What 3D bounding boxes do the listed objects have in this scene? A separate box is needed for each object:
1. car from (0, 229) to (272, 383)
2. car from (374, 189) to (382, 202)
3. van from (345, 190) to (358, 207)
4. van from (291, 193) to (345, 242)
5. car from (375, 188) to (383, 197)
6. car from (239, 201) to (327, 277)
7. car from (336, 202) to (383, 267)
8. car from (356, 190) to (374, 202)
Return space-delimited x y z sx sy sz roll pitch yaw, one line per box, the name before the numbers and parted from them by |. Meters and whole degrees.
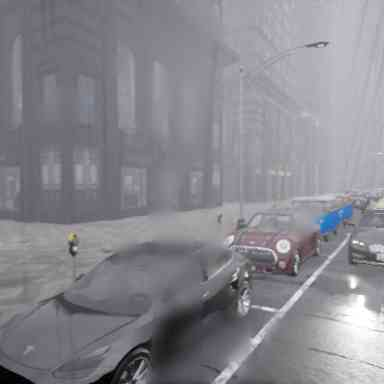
car | -0.516 1.479 4.858 1.947 1.339 4.313 0 1 31
car | 25.977 0.652 48.112 1.887 1.381 4.507 0 1 31
van | 8.314 0.981 19.273 1.690 1.788 3.998 0 1 31
van | 5.370 1.071 14.467 1.690 1.788 3.998 0 1 31
car | 31.865 0.502 57.724 1.947 1.339 4.313 0 1 31
car | 2.427 1.261 9.663 1.967 1.590 4.097 0 1 31
car | 6.032 1.289 10.257 2.128 1.511 4.902 0 1 31
car | 14.201 0.774 28.884 2.192 1.841 5.009 0 1 31
